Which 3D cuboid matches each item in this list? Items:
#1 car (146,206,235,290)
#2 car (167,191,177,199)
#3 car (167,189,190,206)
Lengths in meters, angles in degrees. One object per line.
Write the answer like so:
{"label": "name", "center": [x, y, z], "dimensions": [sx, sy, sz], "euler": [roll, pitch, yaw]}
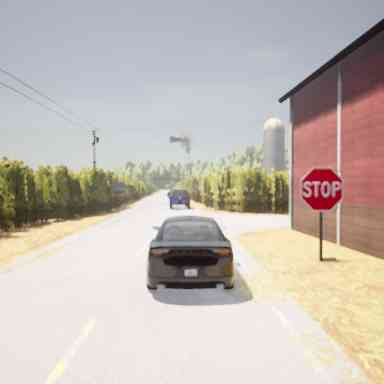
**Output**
{"label": "car", "center": [-0.061, 1.347, 8.781], "dimensions": [1.882, 1.535, 5.008], "euler": [0, 1, -1]}
{"label": "car", "center": [-4.002, 0.495, 66.981], "dimensions": [1.882, 1.535, 5.008], "euler": [0, 1, -5]}
{"label": "car", "center": [-1.421, 0.686, 36.429], "dimensions": [2.150, 2.045, 5.566], "euler": [0, 1, -4]}
